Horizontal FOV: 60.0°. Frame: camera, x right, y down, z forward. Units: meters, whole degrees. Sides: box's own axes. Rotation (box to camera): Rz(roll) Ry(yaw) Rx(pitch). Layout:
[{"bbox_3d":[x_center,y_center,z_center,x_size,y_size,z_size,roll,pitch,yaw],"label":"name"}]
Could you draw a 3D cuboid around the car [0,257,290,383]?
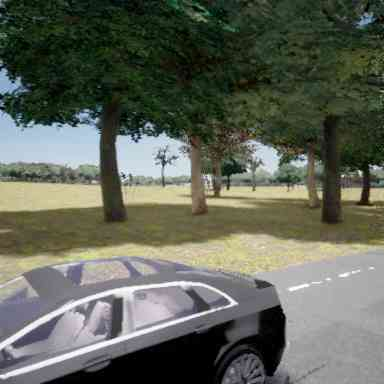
[{"bbox_3d":[-1.159,1.491,3.166,4.902,1.511,2.128,0,0,-35],"label":"car"}]
